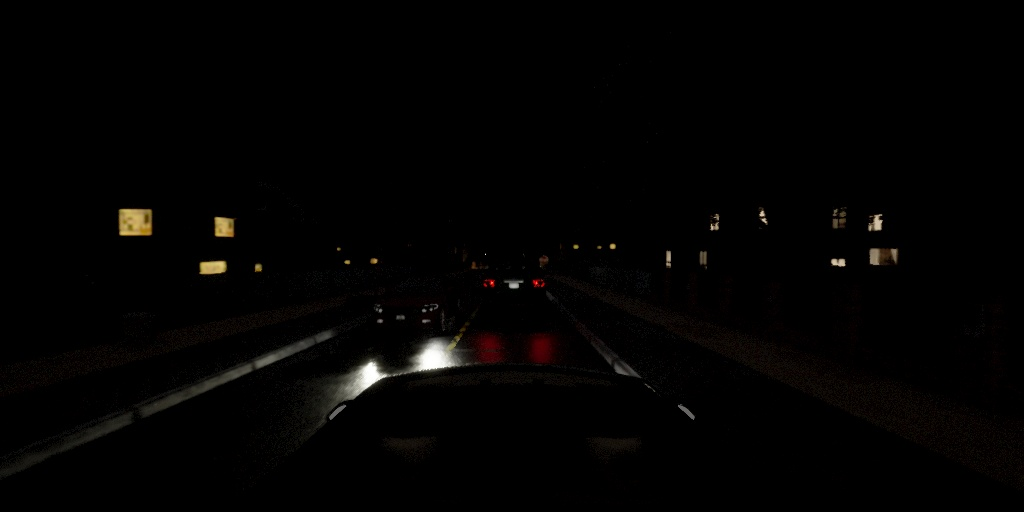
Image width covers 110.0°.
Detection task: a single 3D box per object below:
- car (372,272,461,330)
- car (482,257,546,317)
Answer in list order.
[{"bbox_3d":[-2.848,1.316,11.658,1.882,1.535,5.008,0,-1,0],"label":"car"},{"bbox_3d":[0.083,1.076,13.854,2.150,2.045,5.566,0,-1,0],"label":"car"}]
